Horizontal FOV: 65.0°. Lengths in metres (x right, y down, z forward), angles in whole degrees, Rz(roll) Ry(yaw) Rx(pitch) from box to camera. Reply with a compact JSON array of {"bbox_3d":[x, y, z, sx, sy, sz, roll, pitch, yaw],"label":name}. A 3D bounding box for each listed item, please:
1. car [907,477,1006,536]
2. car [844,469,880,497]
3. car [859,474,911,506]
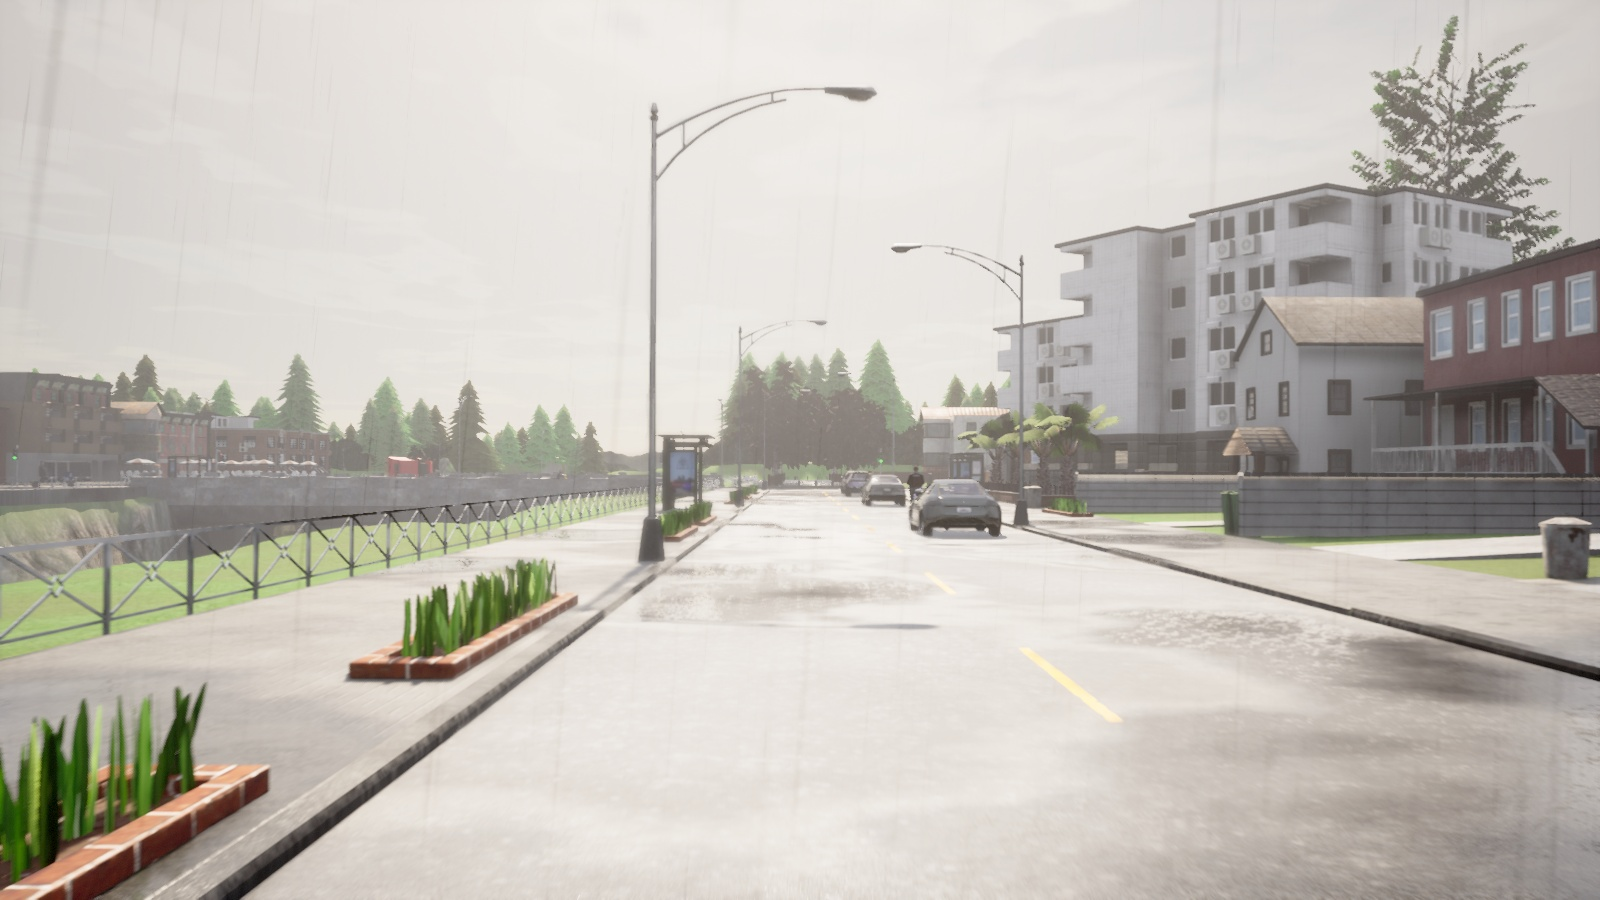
[{"bbox_3d":[3.924,1.400,32.088,1.994,1.385,4.181,0,-1,0],"label":"car"},{"bbox_3d":[3.801,2.039,78.124,2.033,1.649,4.856,0,-1,1],"label":"car"},{"bbox_3d":[3.863,1.820,58.156,2.033,1.411,5.357,0,-1,0],"label":"car"}]
